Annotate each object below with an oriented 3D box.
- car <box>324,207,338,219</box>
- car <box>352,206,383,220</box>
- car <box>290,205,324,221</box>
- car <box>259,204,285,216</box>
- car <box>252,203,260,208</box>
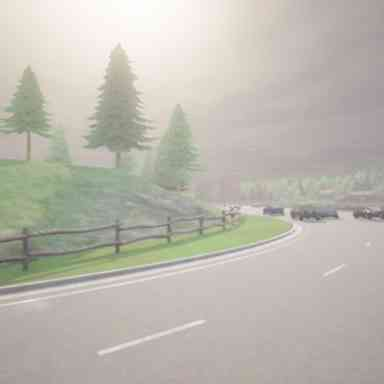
[{"bbox_3d":[15.853,2.452,40.088,1.994,1.385,4.181,0,-1,-3],"label":"car"},{"bbox_3d":[19.363,2.296,36.366,1.812,1.442,4.674,0,-1,0],"label":"car"},{"bbox_3d":[12.364,2.183,36.747,2.097,1.767,4.553,0,-1,1],"label":"car"},{"bbox_3d":[11.834,2.599,48.397,1.882,1.535,5.008,0,-1,-5],"label":"car"},{"bbox_3d":[18.122,3.724,92.667,1.994,1.385,4.181,0,-1,-5],"label":"car"}]
